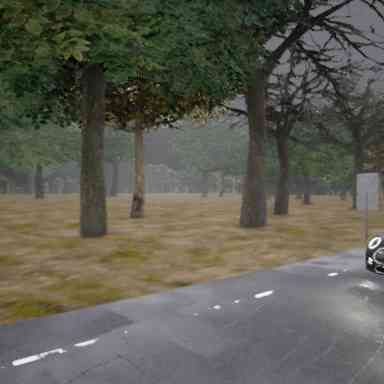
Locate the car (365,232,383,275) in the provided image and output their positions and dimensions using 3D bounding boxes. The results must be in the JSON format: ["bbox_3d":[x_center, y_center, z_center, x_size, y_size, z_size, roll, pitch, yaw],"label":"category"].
[{"bbox_3d":[6.707,1.308,9.183,4.553,1.767,2.097,0,0,-38],"label":"car"}]
